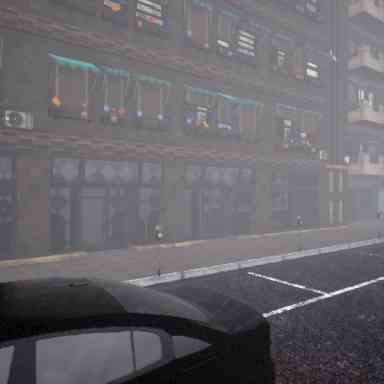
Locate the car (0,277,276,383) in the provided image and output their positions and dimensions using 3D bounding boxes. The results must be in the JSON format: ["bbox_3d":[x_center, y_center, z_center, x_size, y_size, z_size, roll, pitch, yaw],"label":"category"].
[{"bbox_3d":[-1.583,1.477,2.248,5.008,1.535,1.882,0,0,-36],"label":"car"}]
